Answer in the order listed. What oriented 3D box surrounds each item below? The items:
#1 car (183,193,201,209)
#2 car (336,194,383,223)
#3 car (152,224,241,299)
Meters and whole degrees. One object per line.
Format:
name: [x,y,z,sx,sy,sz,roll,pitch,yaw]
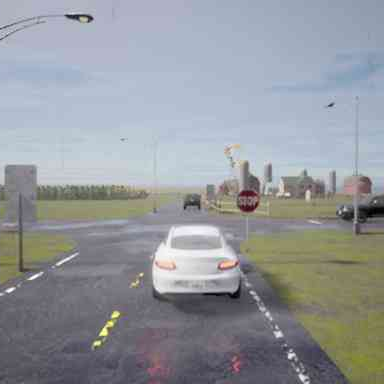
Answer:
car: [0.015,1.169,44.518,2.150,2.045,5.566,0,0,0]
car: [13.617,1.165,24.459,5.566,2.045,2.150,0,1,-2]
car: [0.085,1.515,8.319,1.812,1.442,4.674,0,0,0]
